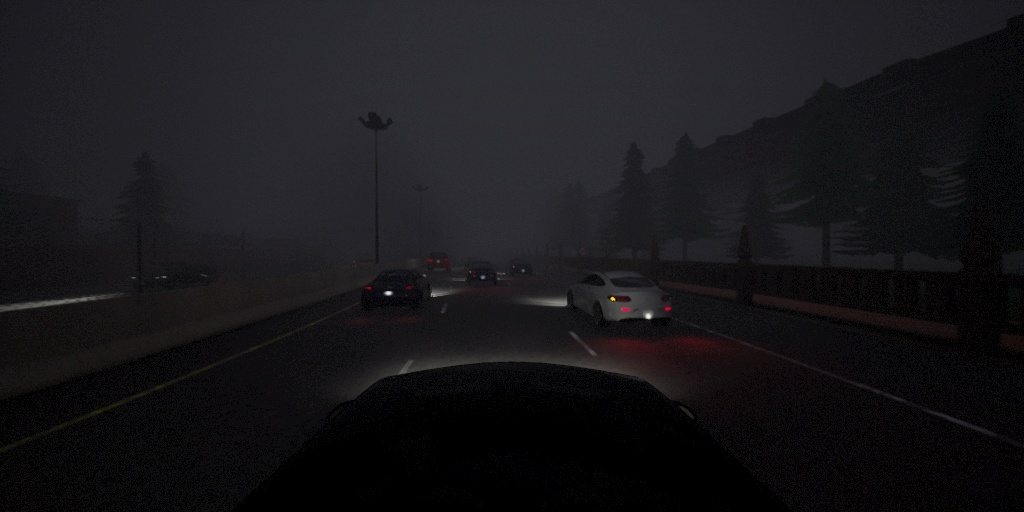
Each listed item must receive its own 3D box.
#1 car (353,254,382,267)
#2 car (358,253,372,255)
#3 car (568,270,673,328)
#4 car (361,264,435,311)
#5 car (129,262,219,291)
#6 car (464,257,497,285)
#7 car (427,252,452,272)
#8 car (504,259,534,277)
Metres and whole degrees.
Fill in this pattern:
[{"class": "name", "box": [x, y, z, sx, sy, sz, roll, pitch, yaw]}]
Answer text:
[{"class": "car", "box": [-14.625, 0.889, 36.442, 1.882, 1.535, 5.008, 0, 1, -8]}, {"class": "car", "box": [-19.995, 0.773, 49.733, 2.128, 1.511, 4.902, 0, 1, -8]}, {"class": "car", "box": [3.035, 1.154, 10.812, 1.812, 1.442, 4.674, 0, 1, -5]}, {"class": "car", "box": [-4.342, 1.191, 13.931, 1.994, 1.385, 4.181, 0, 1, -6]}, {"class": "car", "box": [-19.544, 1.108, 21.021, 2.128, 1.511, 4.902, 0, 1, -8]}, {"class": "car", "box": [-1.994, 1.034, 23.137, 1.812, 1.442, 4.674, 0, 1, -8]}, {"class": "car", "box": [-7.429, 0.593, 36.867, 2.150, 2.045, 5.566, 0, 1, -8]}, {"class": "car", "box": [0.553, 0.937, 30.328, 1.812, 1.442, 4.674, 0, 1, -8]}]
